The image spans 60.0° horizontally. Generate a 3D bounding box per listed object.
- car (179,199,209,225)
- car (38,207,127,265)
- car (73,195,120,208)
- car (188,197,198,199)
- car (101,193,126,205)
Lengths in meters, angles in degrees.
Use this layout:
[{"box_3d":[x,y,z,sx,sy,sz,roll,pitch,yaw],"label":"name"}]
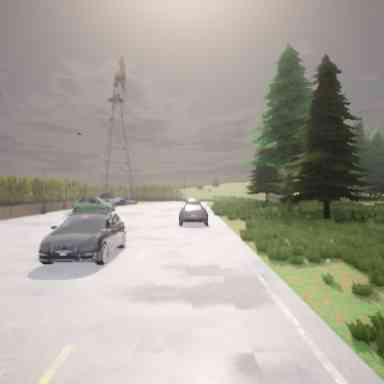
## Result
[{"box_3d":[0.101,1.449,23.057,1.994,1.385,4.181,0,0,0],"label":"car"},{"box_3d":[-3.508,1.451,11.498,1.837,1.490,4.892,0,0,0],"label":"car"},{"box_3d":[-9.541,1.322,32.785,3.988,1.617,1.851,0,0,-1],"label":"car"},{"box_3d":[0.102,1.346,40.721,2.033,1.411,5.357,0,0,0],"label":"car"},{"box_3d":[-11.896,1.113,49.630,3.866,1.878,1.905,0,0,-31],"label":"car"}]
